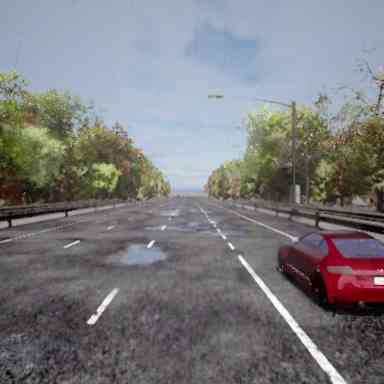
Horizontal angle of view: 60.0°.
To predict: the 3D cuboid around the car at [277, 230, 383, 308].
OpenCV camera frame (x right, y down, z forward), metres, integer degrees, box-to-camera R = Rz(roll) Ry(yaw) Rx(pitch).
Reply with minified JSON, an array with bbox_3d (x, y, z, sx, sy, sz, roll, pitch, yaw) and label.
[{"bbox_3d":[3.490,1.605,8.088,1.994,1.385,4.181,0,0,-1],"label":"car"}]
